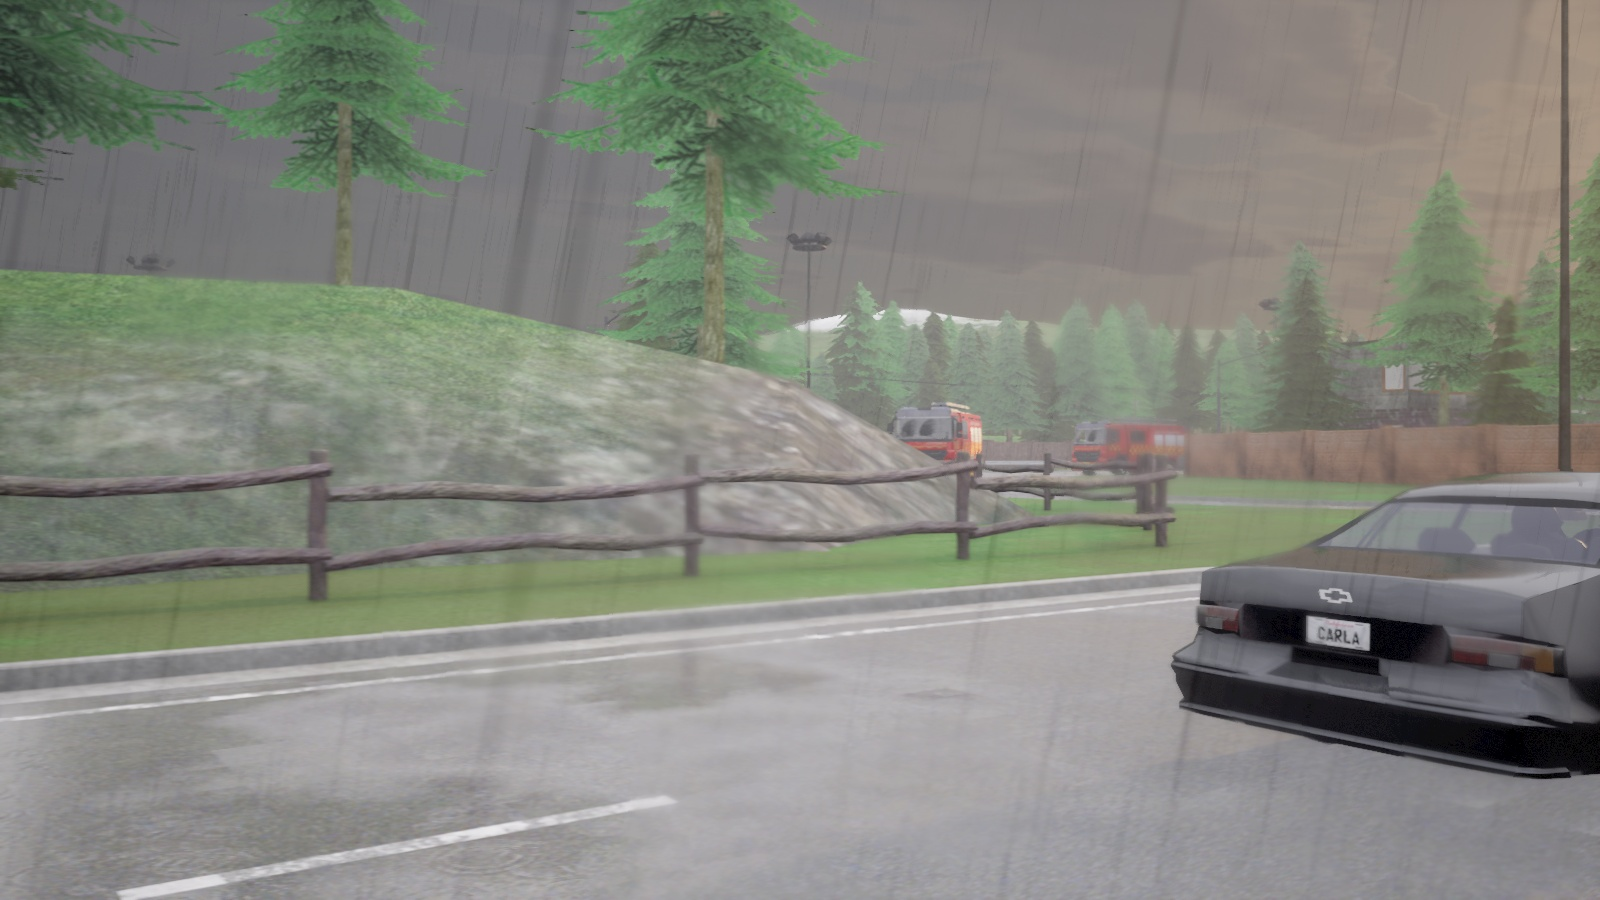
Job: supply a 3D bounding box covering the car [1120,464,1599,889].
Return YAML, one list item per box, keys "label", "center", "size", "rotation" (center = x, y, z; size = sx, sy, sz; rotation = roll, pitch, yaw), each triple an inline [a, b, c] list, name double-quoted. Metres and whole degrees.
- label: "car"
  center: [4.298, 0.799, 6.668]
  size: [5.357, 1.411, 2.033]
  rotation: [0, 0, -35]

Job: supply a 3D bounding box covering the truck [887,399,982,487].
- label: "truck"
  center: [6.422, -0.290, 58.772]
  size: [2.891, 3.827, 8.468]
  rotation: [0, 0, 17]

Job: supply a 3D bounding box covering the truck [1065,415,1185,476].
- label: "truck"
  center: [21.357, -0.265, 82.289]
  size: [8.468, 3.827, 2.891]
  rotation: [0, 0, -37]
